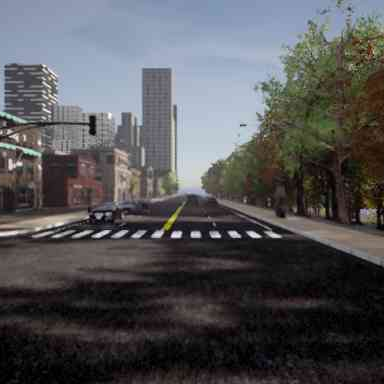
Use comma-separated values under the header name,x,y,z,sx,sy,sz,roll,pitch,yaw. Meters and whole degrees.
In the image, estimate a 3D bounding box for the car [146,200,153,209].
name,x,y,z,sx,sy,sz,roll,pitch,yaw
car,-6.654,1.700,46.071,1.895,1.301,4.718,0,0,0

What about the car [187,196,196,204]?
name,x,y,z,sx,sy,sz,roll,pitch,yaw
car,-0.070,1.619,67.640,1.882,1.535,5.008,0,0,0

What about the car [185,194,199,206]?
name,x,y,z,sx,sy,sz,roll,pitch,yaw
car,0.025,1.343,57.054,2.150,2.045,5.566,0,0,0

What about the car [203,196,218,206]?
name,x,y,z,sx,sy,sz,roll,pitch,yaw
car,3.274,1.597,56.203,1.882,1.535,5.008,0,0,0

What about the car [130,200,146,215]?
name,x,y,z,sx,sy,sz,roll,pitch,yaw
car,-6.651,1.626,35.960,2.033,1.411,5.357,0,0,-1

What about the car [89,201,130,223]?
name,x,y,z,sx,sy,sz,roll,pitch,yaw
car,-6.629,1.550,26.158,2.128,1.511,4.902,0,0,0
